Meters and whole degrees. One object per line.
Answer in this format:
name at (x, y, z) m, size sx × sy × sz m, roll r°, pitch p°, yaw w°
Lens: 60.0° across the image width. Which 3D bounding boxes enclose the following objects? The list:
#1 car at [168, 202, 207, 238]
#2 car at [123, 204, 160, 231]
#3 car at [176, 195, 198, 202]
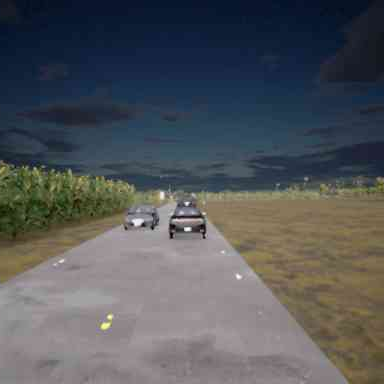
car at (-0.237, 1.519, 17.795) m, size 2.128 × 1.511 × 4.902 m, roll -1°, pitch 0°, yaw -1°
car at (-3.124, 1.565, 21.297) m, size 2.128 × 1.511 × 4.902 m, roll -1°, pitch 0°, yaw -1°
car at (-0.570, 1.364, 36.886) m, size 2.150 × 2.045 × 5.566 m, roll -1°, pitch 0°, yaw -1°
